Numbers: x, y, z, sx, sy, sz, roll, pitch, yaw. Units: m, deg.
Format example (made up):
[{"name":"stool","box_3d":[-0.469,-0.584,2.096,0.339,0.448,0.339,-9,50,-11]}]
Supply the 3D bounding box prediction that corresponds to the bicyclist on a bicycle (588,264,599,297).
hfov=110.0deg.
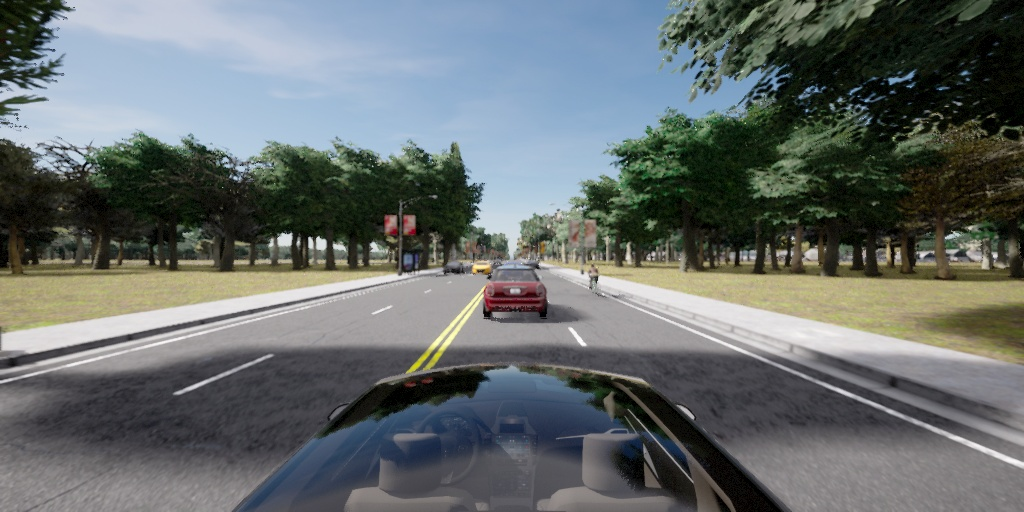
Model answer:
[{"name":"bicyclist on a bicycle","box_3d":[4.145,1.244,18.227,0.582,1.620,1.656,0,0,0]}]

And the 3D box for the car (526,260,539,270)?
[{"name":"car","box_3d":[3.369,1.426,58.857,1.812,1.442,4.674,0,0,0]}]

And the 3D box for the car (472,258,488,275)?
[{"name":"car","box_3d":[-3.338,1.328,40.594,1.882,1.535,5.008,0,0,0]}]

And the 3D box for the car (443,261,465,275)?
[{"name":"car","box_3d":[-6.587,1.330,41.042,1.882,1.535,5.008,0,0,0]}]

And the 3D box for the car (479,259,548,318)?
[{"name":"car","box_3d":[0.101,1.131,13.290,2.097,1.767,4.553,0,0,0]}]
